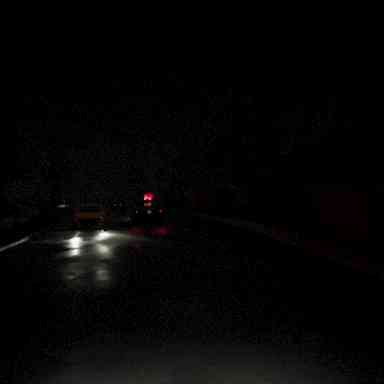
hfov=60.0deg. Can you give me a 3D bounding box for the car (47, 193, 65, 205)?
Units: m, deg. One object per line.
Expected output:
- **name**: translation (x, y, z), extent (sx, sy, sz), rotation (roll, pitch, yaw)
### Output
- **car**: translation (-24.572, 1.269, 59.871), extent (2.150, 2.045, 5.566), rotation (0, 0, -35)

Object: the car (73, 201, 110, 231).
- **car**: translation (-6.400, 1.488, 21.267), extent (1.882, 1.535, 5.008), rotation (0, 0, -14)

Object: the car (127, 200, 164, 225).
- **car**: translation (-3.350, 1.354, 24.177), extent (2.097, 1.767, 4.553), rotation (0, 0, -14)

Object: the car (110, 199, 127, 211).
- **car**: translation (-9.388, 1.559, 41.098), extent (2.033, 1.411, 5.357), rotation (0, 0, -25)
